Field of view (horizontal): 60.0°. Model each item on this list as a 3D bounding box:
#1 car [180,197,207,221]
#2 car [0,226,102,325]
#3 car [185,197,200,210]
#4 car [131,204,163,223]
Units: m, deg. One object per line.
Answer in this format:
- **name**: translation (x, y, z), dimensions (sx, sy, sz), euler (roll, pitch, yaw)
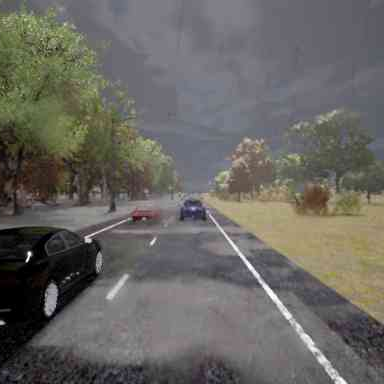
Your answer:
- **car**: translation (0.095, 1.354, 27.665), dimensions (2.097, 1.767, 4.553), euler (0, 0, 0)
- **car**: translation (-3.404, 1.478, 7.248), dimensions (1.882, 1.535, 5.008), euler (0, 0, 0)
- **car**: translation (0.068, 1.511, 44.737), dimensions (1.837, 1.490, 4.892), euler (0, 0, 0)
- **car**: translation (-3.349, 1.603, 25.745), dimensions (1.895, 1.301, 4.718), euler (0, 0, 1)
